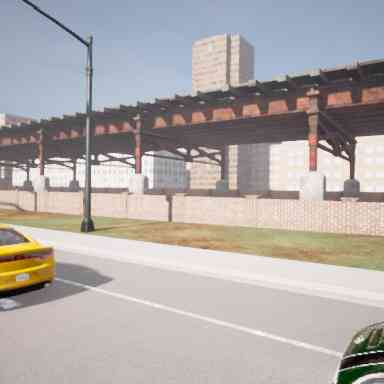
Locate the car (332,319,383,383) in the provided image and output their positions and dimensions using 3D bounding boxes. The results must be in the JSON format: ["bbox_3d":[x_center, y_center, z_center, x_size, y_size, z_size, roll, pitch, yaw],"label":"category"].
[{"bbox_3d":[3.147,1.352,1.751,4.553,1.767,2.097,0,0,35],"label":"car"}]

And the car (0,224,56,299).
[{"bbox_3d":[-5.218,1.451,7.721,5.008,1.535,1.882,0,0,36],"label":"car"}]
